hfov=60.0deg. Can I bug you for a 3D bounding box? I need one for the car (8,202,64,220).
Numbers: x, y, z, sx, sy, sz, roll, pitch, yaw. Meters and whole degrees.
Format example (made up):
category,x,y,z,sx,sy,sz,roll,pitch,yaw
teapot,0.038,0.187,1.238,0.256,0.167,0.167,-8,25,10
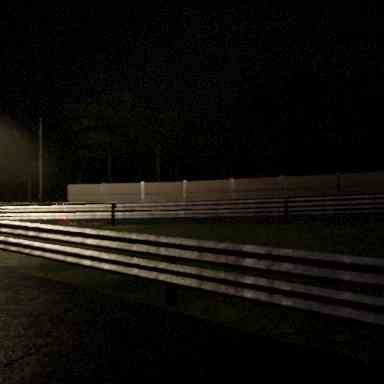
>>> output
category,x,y,z,sx,sy,sz,roll,pitch,yaw
car,-13.540,1.651,28.767,4.892,1.490,1.837,-1,-1,14
